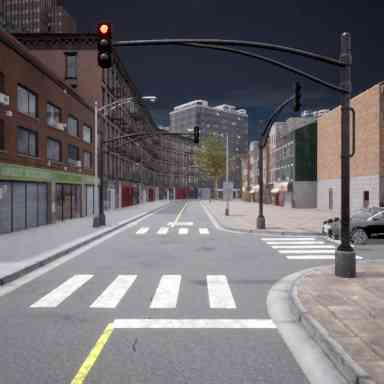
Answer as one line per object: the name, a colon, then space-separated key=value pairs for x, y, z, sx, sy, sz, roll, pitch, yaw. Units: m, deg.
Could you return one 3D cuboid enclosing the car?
car: x=8.310 y=1.436 z=14.750 sx=4.902 sy=1.511 sz=2.128 roll=0 pitch=0 yaw=-4
